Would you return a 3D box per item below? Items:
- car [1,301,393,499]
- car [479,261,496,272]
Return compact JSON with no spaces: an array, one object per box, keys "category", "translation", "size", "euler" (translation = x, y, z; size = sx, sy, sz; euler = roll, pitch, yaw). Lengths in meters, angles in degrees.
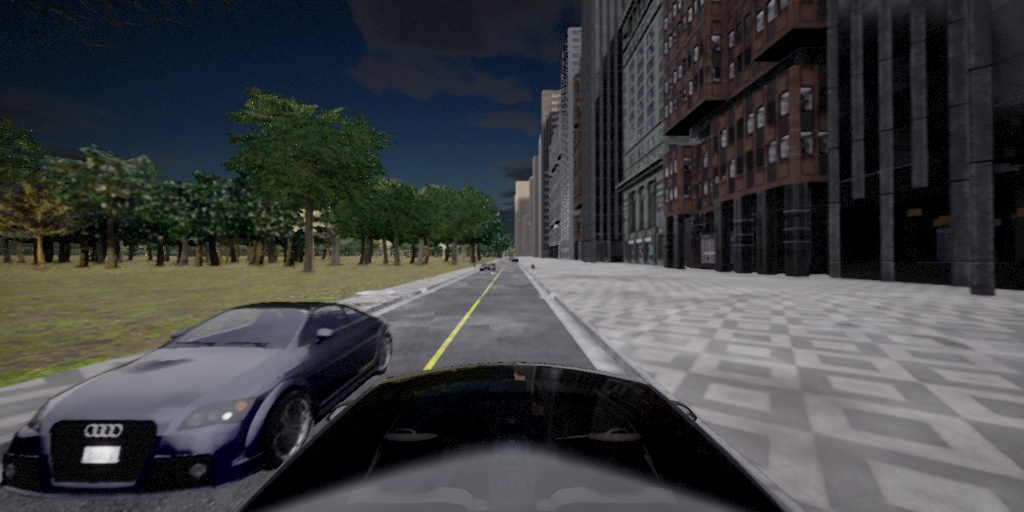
[{"category":"car","translation":[-3.099,1.316,4.697],"size":[1.994,1.385,4.181],"euler":[0,0,0]},{"category":"car","translation":[-3.081,1.371,46.615],"size":[1.994,1.385,4.181],"euler":[0,0,0]}]
